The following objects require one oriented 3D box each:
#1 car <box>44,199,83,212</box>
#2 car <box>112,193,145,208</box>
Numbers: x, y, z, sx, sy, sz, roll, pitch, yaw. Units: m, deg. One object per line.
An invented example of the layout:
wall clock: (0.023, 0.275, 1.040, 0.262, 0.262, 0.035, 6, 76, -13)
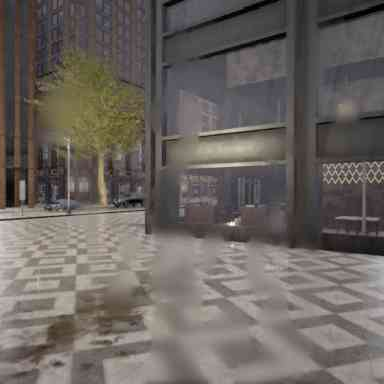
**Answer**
car: (-14.516, 1.472, 37.796, 1.994, 1.385, 4.181, 0, 0, 35)
car: (-8.435, 1.106, 46.290, 2.150, 2.045, 5.566, 0, 0, 35)
